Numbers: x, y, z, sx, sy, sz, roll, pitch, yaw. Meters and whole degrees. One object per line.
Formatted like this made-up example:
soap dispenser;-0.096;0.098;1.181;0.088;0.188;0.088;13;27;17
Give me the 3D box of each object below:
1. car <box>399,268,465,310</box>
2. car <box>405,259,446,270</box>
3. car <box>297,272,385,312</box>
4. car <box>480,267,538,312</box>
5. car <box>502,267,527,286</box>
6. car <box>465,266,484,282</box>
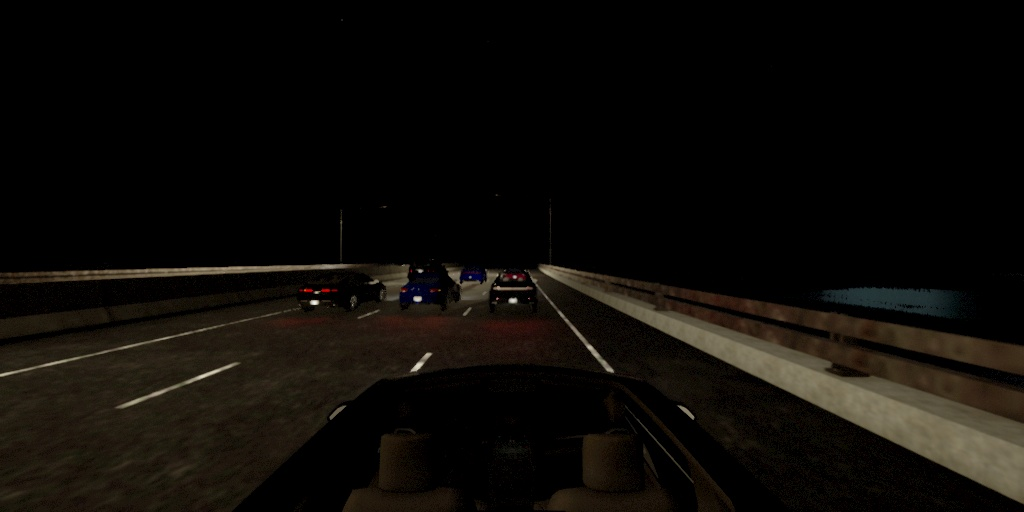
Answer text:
car;-3.417;1.422;15.457;1.812;1.442;4.674;0;0;1
car;-6.771;1.280;29.147;2.150;2.045;5.566;0;0;1
car;-6.926;1.400;15.075;1.837;1.490;4.892;0;0;1
car;0.074;1.385;15.036;2.128;1.511;4.902;0;0;1
car;0.259;1.627;29.989;1.994;1.385;4.181;0;-1;1
car;-3.222;1.550;30.727;1.882;1.535;5.008;0;0;2
